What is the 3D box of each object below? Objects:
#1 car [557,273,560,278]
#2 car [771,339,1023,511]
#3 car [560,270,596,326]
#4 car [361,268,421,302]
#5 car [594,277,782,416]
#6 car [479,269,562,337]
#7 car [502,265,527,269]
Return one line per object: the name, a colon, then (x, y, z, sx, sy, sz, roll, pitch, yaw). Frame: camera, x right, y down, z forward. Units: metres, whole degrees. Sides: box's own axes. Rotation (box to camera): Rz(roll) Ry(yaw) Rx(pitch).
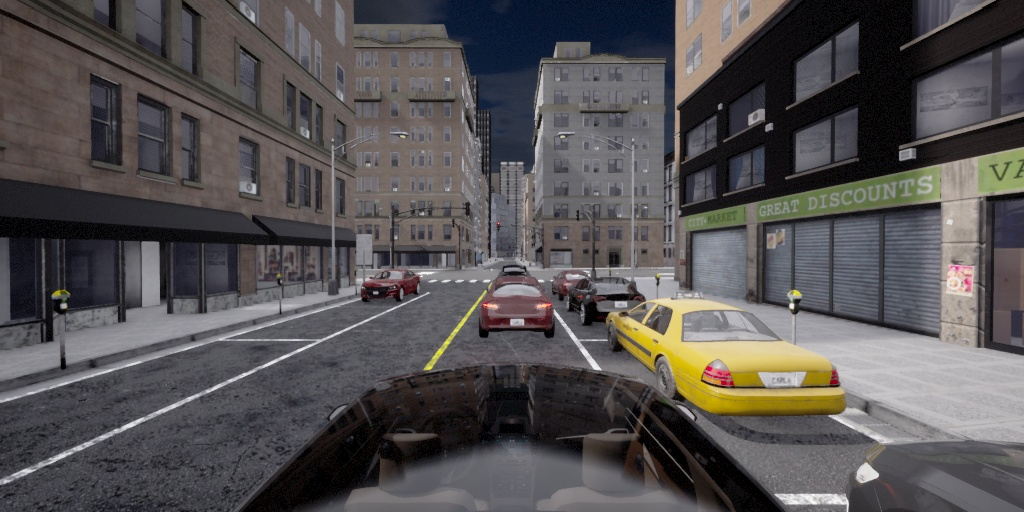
car: (2.898, 1.326, 17.123, 1.802, 1.307, 4.207, 0, 0, 0)
car: (2.871, 1.301, 0.365, 2.007, 1.370, 4.403, 0, 0, 0)
car: (2.889, 1.312, 11.537, 1.948, 1.339, 4.313, 0, 0, 0)
car: (-5.647, 1.289, 17.134, 1.888, 1.381, 4.507, 0, 0, 0)
car: (2.881, 1.274, 6.121, 1.751, 1.417, 4.829, 0, 0, 0)
car: (0.106, 1.273, 10.103, 1.812, 1.442, 4.674, 0, 0, 0)
car: (0.127, 1.248, 20.382, 1.837, 1.490, 4.892, 0, 0, 0)
